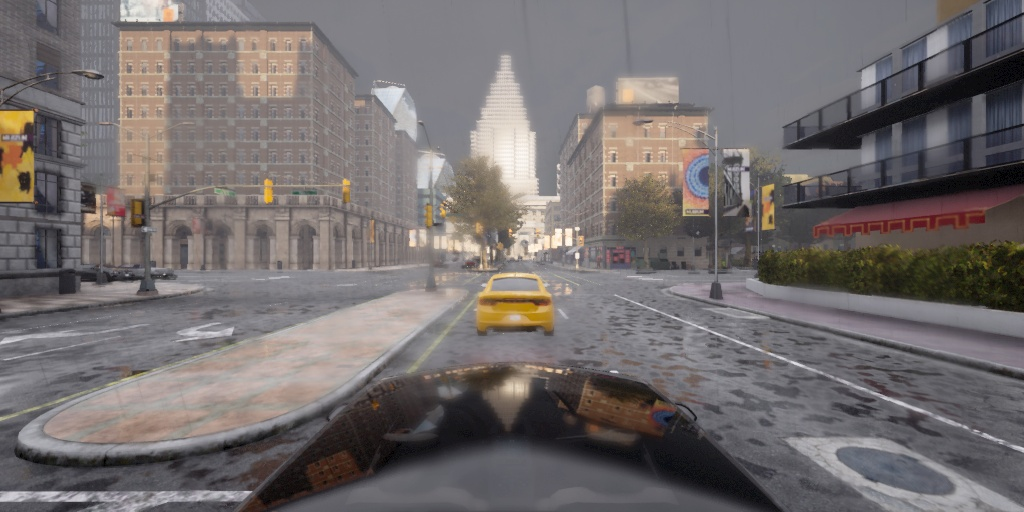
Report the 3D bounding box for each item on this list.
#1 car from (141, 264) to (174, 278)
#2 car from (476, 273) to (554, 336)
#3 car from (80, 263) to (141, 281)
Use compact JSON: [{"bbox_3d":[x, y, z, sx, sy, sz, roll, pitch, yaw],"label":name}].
[{"bbox_3d":[-33.668,1.351,32.451,4.718,1.301,1.895,0,0,0],"label":"car"},{"bbox_3d":[0.092,1.228,10.455,1.882,1.535,5.008,0,0,0],"label":"car"},{"bbox_3d":[-33.416,1.276,28.953,4.674,1.442,1.812,0,0,0],"label":"car"}]
